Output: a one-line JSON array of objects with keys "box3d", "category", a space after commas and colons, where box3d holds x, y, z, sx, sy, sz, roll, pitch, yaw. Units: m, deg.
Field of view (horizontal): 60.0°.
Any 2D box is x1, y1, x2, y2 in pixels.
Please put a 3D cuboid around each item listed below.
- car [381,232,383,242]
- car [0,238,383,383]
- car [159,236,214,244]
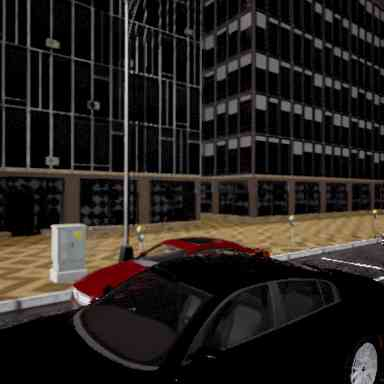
[{"box3d": [9.143, 1.520, 13.078, 4.403, 1.369, 2.008, 0, 0, -36], "category": "car"}, {"box3d": [0.130, 1.474, 3.470, 5.008, 1.535, 1.882, 0, 0, -35], "category": "car"}, {"box3d": [-0.126, 1.575, 6.466, 4.206, 1.307, 1.802, 0, 0, -35], "category": "car"}]
